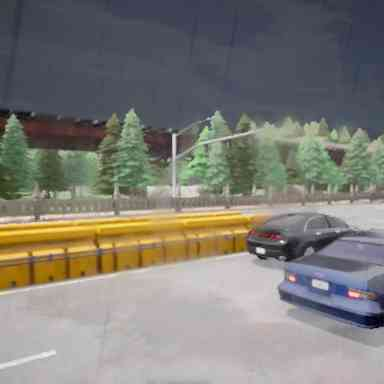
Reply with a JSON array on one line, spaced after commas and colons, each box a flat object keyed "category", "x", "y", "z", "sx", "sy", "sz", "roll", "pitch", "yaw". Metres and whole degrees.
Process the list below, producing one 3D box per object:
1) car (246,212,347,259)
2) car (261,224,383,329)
[{"category": "car", "x": 3.938, "y": 1.417, "z": 10.883, "sx": 4.892, "sy": 1.490, "sz": 1.837, "roll": 0, "pitch": 0, "yaw": -35}, {"category": "car", "x": 4.076, "y": 1.482, "z": 6.694, "sx": 5.357, "sy": 1.411, "sz": 2.033, "roll": -1, "pitch": 0, "yaw": -35}]
